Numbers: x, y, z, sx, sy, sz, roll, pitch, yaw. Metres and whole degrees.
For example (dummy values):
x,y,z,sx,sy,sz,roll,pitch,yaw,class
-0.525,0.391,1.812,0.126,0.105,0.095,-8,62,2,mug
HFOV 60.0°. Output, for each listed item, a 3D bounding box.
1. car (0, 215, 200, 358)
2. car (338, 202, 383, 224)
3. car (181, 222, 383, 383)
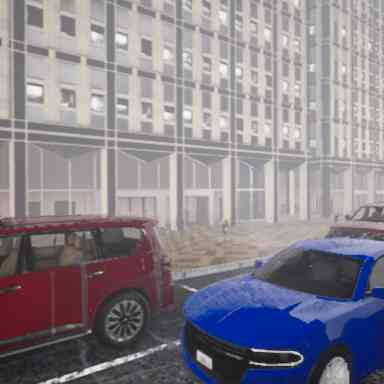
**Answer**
x,y,z,sx,sy,sz,roll,pitch,yaw,class
-2.594,1.314,4.715,5.009,1.841,2.192,0,0,-36,car
6.674,1.291,11.327,5.009,1.841,2.192,0,0,-36,car
2.160,1.469,4.920,5.008,1.535,1.882,0,0,-36,car
